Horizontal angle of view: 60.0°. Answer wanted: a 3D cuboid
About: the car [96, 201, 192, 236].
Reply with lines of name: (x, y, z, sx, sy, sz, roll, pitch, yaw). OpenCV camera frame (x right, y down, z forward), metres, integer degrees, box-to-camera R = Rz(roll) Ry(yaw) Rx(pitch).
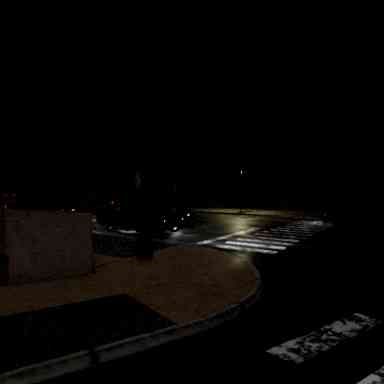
car: (-2.641, 1.382, 17.036, 4.718, 1.301, 1.895, 1, 1, 33)

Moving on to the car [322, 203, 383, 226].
car: (10.850, 1.383, 20.128, 5.357, 1.411, 2.033, 1, 1, 34)

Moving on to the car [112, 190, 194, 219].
car: (-2.580, 0.943, 20.819, 5.566, 2.045, 2.150, 1, 1, 31)

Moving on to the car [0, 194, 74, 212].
car: (-10.445, 1.131, 21.933, 4.902, 1.511, 2.128, 1, 1, 31)

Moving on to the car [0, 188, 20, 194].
car: (-23.638, 0.454, 41.127, 5.566, 2.045, 2.150, 1, 1, 30)

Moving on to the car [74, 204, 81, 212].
car: (-10.571, 1.142, 25.809, 4.181, 1.385, 1.994, 1, 1, 30)
